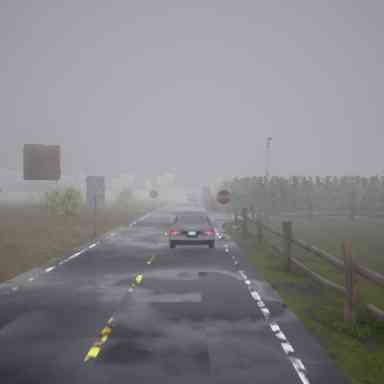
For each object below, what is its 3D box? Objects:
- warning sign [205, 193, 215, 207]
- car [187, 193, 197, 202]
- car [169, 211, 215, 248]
[{"bbox_3d":[2.448,1.059,45.034,1.300,1.860,1.060,0,0,0],"label":"warning sign"},{"bbox_3d":[0.000,1.398,73.735,1.994,1.385,4.181,0,0,0],"label":"car"},{"bbox_3d":[0.000,1.554,14.649,2.033,1.411,5.357,0,0,0],"label":"car"}]
